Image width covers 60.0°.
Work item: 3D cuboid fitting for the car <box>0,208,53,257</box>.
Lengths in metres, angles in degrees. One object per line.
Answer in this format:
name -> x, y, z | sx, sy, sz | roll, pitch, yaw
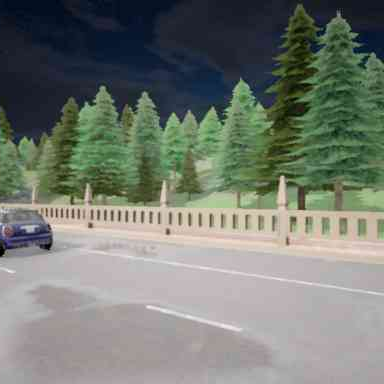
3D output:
car -> -7.803, 1.482, 13.738 | 4.553, 1.767, 2.097 | -1, -1, 36
